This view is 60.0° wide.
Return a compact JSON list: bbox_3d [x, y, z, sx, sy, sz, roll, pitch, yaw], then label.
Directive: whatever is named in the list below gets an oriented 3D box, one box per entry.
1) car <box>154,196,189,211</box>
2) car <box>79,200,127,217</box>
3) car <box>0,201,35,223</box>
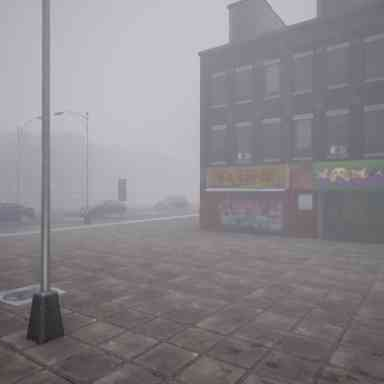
[{"bbox_3d":[-2.289,1.235,38.520,2.097,1.767,4.553,0,0,35],"label":"car"},{"bbox_3d":[-8.018,1.445,30.378,1.812,1.442,4.674,0,0,35],"label":"car"},{"bbox_3d":[-13.391,1.432,22.730,1.882,1.535,5.008,0,0,35],"label":"car"}]
